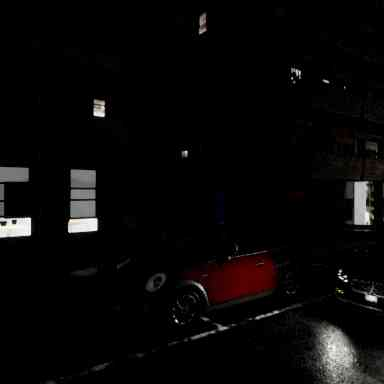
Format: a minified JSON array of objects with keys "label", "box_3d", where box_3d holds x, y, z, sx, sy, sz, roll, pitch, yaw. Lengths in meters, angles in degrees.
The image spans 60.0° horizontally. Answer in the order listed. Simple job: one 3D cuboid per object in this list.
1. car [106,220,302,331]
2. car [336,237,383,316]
[{"label":"car","box_3d":[0.356,1.440,6.814,4.097,1.590,1.967,0,0,-35]},{"label":"car","box_3d":[4.938,1.505,6.900,4.892,1.490,1.837,0,0,-35]}]
